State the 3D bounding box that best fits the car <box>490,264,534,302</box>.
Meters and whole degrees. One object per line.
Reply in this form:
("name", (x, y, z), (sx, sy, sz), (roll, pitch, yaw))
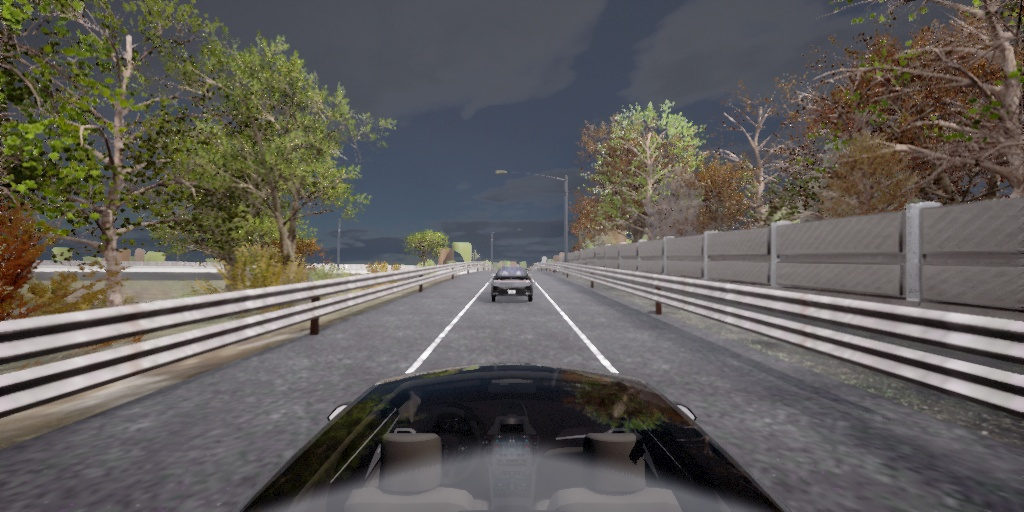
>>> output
("car", (-0.001, 1.246, 17.034), (2.128, 1.511, 4.902), (0, 0, 0))
